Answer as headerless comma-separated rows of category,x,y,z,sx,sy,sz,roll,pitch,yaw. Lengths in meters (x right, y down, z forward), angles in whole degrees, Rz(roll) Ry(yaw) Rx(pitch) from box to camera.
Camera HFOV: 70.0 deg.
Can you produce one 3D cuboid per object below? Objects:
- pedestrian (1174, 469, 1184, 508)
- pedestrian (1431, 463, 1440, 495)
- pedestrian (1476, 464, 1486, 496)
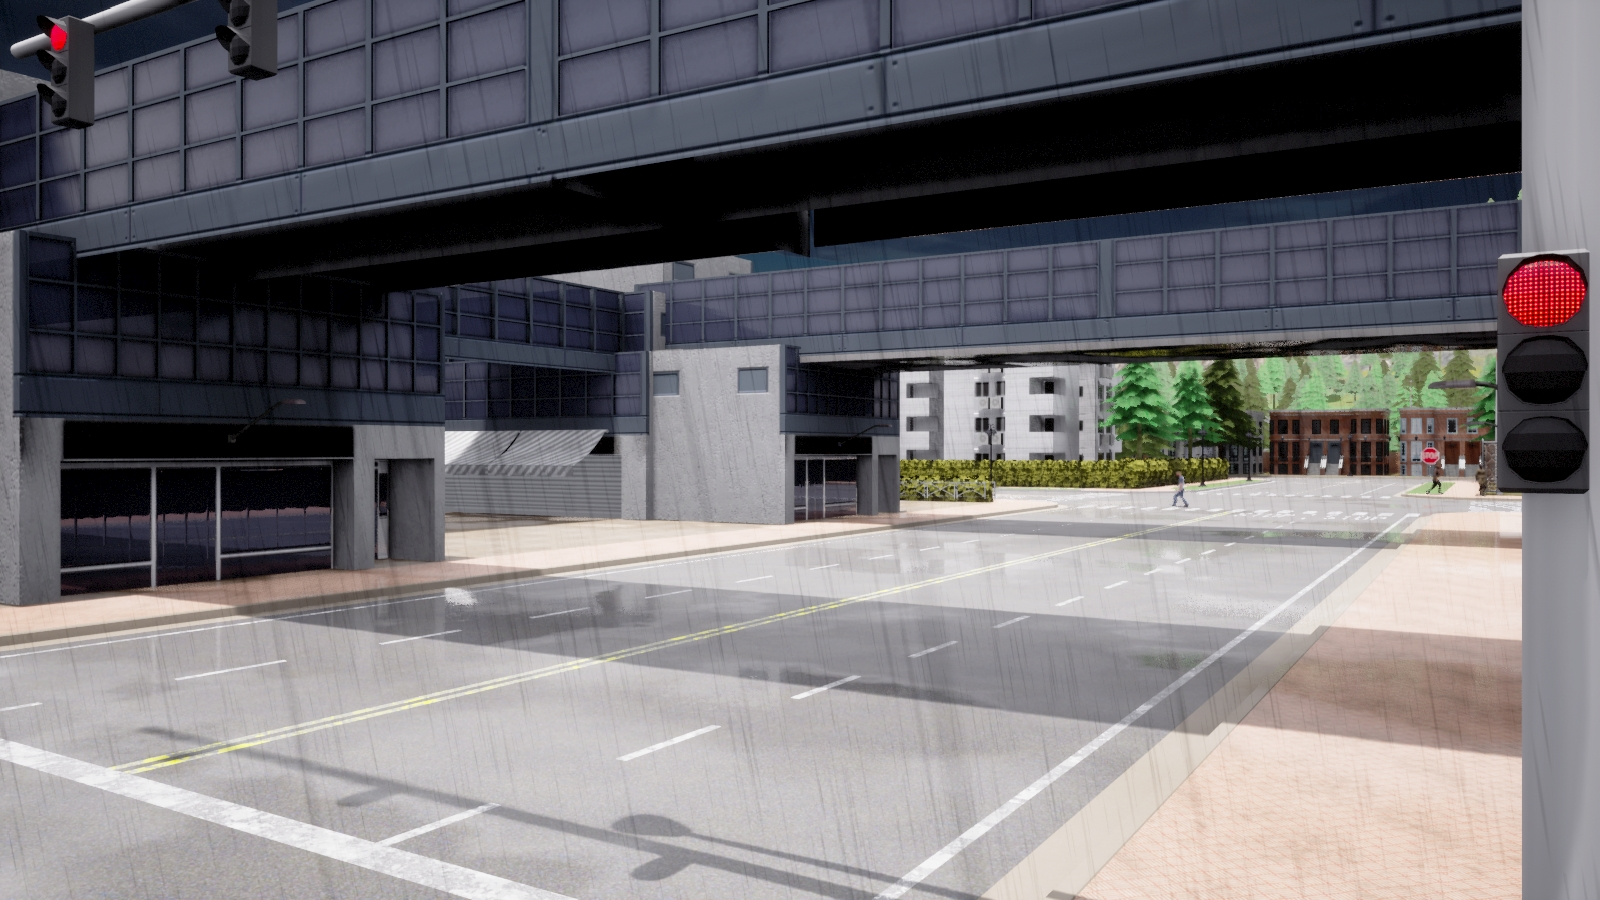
pedestrian,18.328,1.848,55.199,0.375,1.860,0.375,0,0,31
pedestrian,37.111,1.688,66.726,0.375,1.860,0.375,0,0,42
pedestrian,38.772,1.701,65.033,0.375,1.860,0.375,0,0,10
